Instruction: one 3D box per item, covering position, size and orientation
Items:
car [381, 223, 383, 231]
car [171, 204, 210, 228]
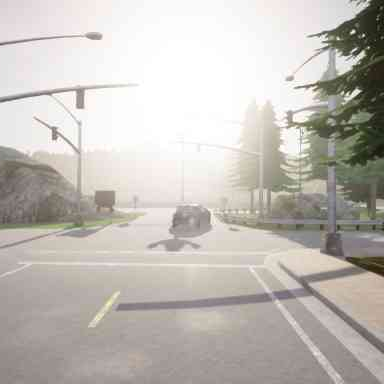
[{"bbox_3d":[15.025,2.060,21.076,5.357,1.411,2.033,0,-1,-2],"label":"car"},{"bbox_3d":[0.021,1.655,25.347,2.097,1.767,4.553,0,1,15],"label":"car"}]
